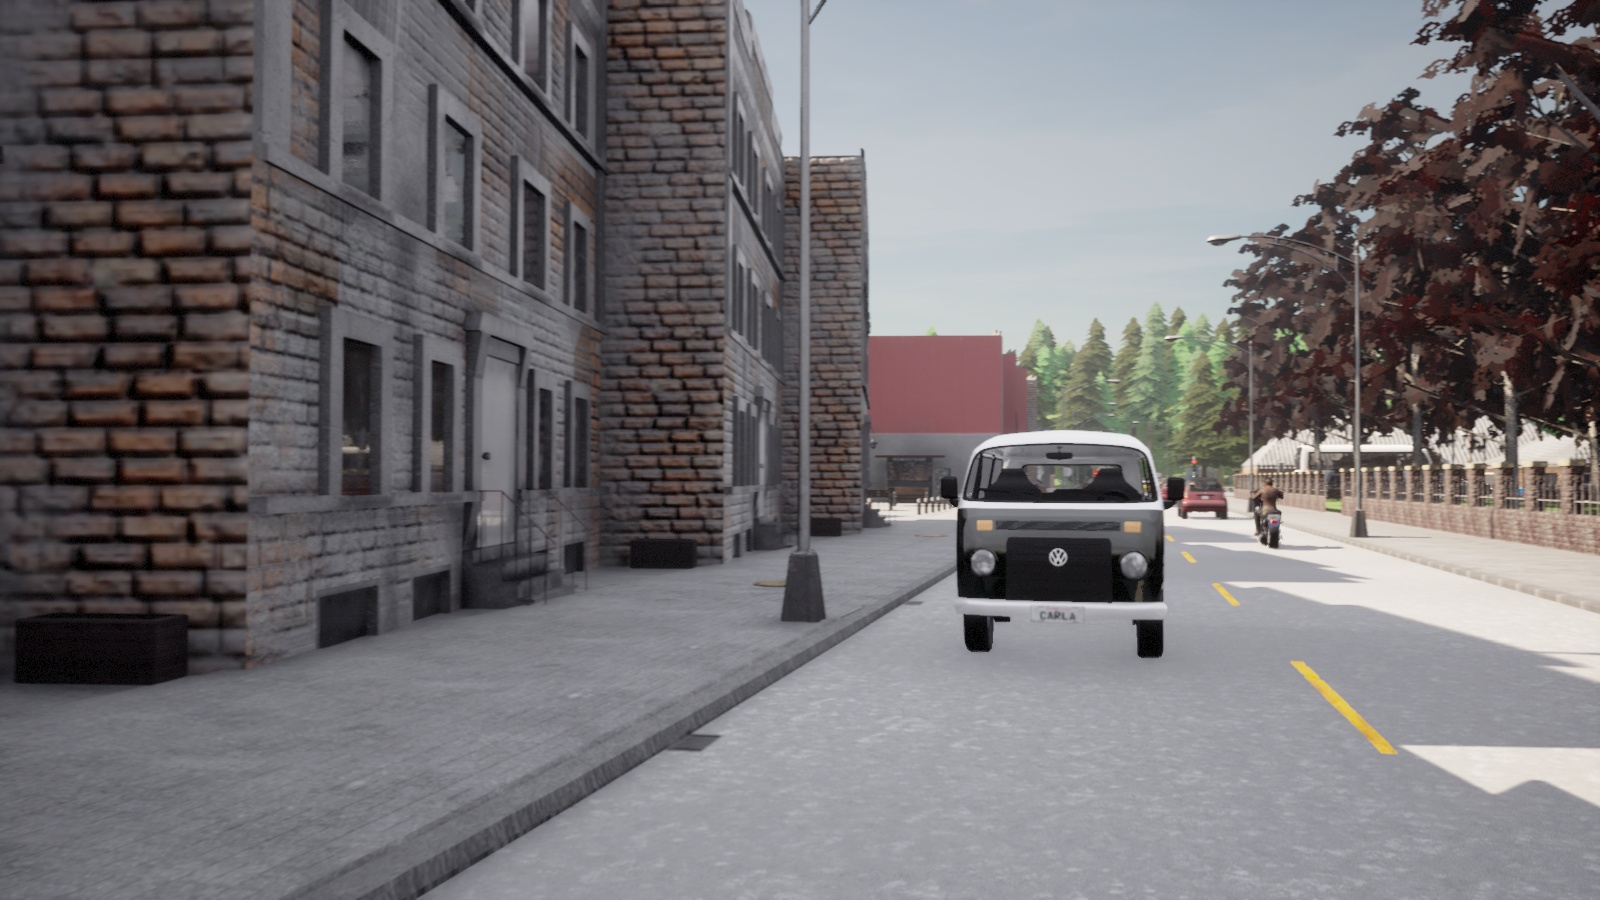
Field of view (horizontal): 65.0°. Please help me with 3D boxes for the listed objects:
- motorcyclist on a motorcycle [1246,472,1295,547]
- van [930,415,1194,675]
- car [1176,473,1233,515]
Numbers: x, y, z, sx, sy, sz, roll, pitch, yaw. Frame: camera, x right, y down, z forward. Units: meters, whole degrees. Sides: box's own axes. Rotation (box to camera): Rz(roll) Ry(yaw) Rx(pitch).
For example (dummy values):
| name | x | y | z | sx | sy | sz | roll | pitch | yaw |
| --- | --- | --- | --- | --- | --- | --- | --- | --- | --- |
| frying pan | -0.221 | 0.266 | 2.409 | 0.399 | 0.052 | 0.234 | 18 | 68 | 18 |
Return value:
| name | x | y | z | sx | sy | sz | roll | pitch | yaw |
| --- | --- | --- | --- | --- | --- | --- | --- | --- | --- |
| motorcyclist on a motorcycle | 10.873 | 1.350 | 29.076 | 0.766 | 1.649 | 2.350 | -1 | -1 | 14 |
| van | 2.619 | 0.800 | 12.292 | 2.069 | 2.038 | 4.480 | -1 | -1 | 14 |
| car | 15.955 | 1.720 | 49.693 | 1.851 | 1.617 | 3.988 | -1 | -1 | 14 |
